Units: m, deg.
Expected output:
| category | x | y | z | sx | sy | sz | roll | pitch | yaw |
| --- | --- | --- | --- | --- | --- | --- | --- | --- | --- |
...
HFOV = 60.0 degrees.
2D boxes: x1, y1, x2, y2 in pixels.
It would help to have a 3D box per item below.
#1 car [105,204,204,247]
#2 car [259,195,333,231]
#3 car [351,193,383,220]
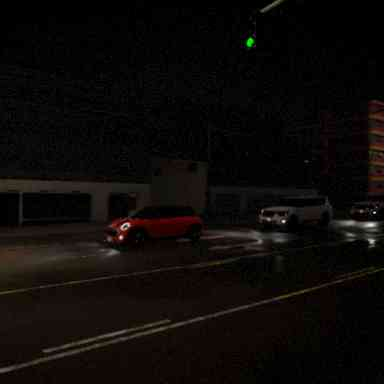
| category | x | y | z | sx | sy | sz | roll | pitch | yaw |
| --- | --- | --- | --- | --- | --- | --- | --- | --- | --- |
| car | -1.721 | 1.442 | 15.640 | 4.553 | 1.767 | 2.097 | 0 | 0 | -35 |
| car | 6.885 | 1.269 | 21.690 | 5.566 | 2.045 | 2.150 | -1 | 0 | -35 |
| car | 15.643 | 1.145 | 27.904 | 5.566 | 2.045 | 2.150 | -1 | 0 | -35 |
